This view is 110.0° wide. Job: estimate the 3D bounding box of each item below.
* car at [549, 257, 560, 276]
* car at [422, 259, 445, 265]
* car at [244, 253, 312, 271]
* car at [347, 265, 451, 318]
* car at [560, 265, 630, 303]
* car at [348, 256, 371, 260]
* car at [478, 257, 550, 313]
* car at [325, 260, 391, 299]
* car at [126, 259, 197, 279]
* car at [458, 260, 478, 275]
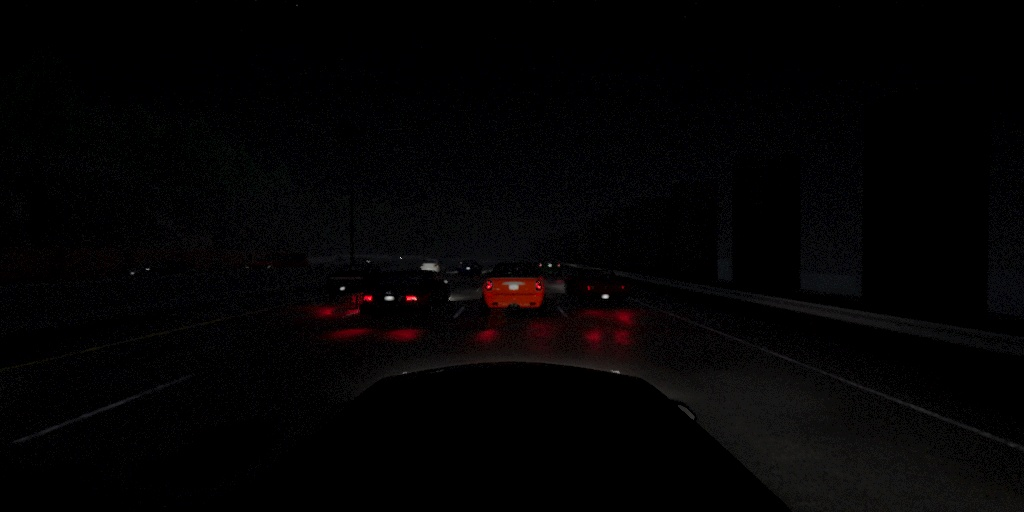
[{"bbox_3d":[3.135,0.833,32.567,2.097,1.767,4.553,0,0,-2],"label":"car"},{"bbox_3d":[-7.422,0.998,33.821,1.812,1.442,4.674,0,0,-2],"label":"car"},{"bbox_3d":[-17.899,0.750,27.691,2.150,2.045,5.566,0,0,-2],"label":"car"},{"bbox_3d":[-3.442,1.204,12.506,2.033,1.411,5.357,0,1,0],"label":"car"},{"bbox_3d":[3.532,1.227,15.855,1.895,1.301,4.718,0,0,-1],"label":"car"},{"bbox_3d":[-23.476,0.772,56.210,2.128,1.511,4.902,0,1,-8],"label":"car"},{"bbox_3d":[0.047,0.999,13.532,2.097,1.767,4.553,0,0,0],"label":"car"},{"bbox_3d":[-6.988,1.108,17.145,2.128,1.511,4.902,0,0,-1],"label":"car"},{"bbox_3d":[-28.463,1.006,29.270,2.128,1.511,4.902,0,1,-2],"label":"car"},{"bbox_3d":[-3.892,1.040,33.312,1.994,1.385,4.181,0,0,-2],"label":"car"}]
